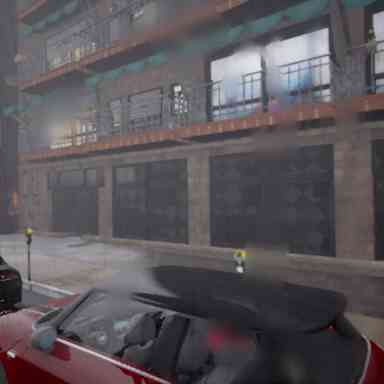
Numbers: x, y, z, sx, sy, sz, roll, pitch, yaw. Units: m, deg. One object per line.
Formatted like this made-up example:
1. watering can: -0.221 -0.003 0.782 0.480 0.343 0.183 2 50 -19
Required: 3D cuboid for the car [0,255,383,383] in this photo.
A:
1. car: -0.388 1.455 3.167 4.097 1.590 1.967 0 -1 36
